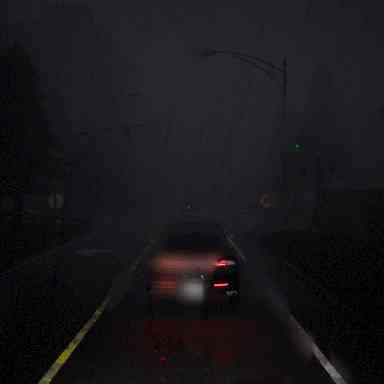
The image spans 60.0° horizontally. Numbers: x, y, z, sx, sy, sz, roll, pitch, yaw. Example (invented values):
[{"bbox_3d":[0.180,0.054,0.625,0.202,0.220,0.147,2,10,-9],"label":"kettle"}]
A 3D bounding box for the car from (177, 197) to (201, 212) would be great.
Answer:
[{"bbox_3d":[-0.146,1.564,36.914,1.994,1.385,4.181,0,0,6],"label":"car"}]

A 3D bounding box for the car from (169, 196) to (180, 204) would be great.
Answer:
[{"bbox_3d":[-3.445,1.564,66.101,1.994,1.385,4.181,0,0,1],"label":"car"}]

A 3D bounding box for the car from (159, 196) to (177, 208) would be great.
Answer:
[{"bbox_3d":[-3.524,1.526,46.841,1.812,1.442,4.674,0,0,0],"label":"car"}]

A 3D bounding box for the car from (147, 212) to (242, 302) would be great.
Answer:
[{"bbox_3d":[0.065,1.492,8.242,2.128,1.511,4.902,0,0,1],"label":"car"}]

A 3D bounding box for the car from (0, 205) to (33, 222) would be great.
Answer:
[{"bbox_3d":[-14.952,1.616,25.695,4.718,1.301,1.895,0,0,-1],"label":"car"}]
